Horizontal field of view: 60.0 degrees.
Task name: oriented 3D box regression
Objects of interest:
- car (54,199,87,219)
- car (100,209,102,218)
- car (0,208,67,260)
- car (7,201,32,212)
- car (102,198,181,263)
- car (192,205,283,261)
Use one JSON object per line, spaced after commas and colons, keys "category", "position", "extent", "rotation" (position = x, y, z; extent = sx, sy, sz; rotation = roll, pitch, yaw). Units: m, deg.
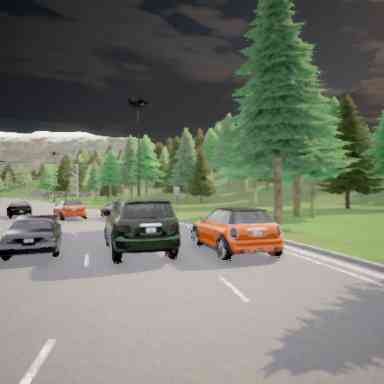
{"category": "car", "position": [-10.737, 1.438, 29.111], "extent": [2.097, 1.767, 4.553], "rotation": [-1, 0, -31]}
{"category": "car", "position": [-6.559, 1.571, 28.956], "extent": [1.812, 1.442, 4.674], "rotation": [-1, 0, -31]}
{"category": "car", "position": [-6.062, 1.597, 12.887], "extent": [2.033, 1.411, 5.357], "rotation": [0, 0, -21]}
{"category": "car", "position": [-16.606, 1.615, 32.083], "extent": [1.882, 1.535, 5.008], "rotation": [-1, 0, -31]}
{"category": "car", "position": [-2.022, 1.234, 12.444], "extent": [2.150, 2.045, 5.566], "rotation": [0, 0, -17]}
{"category": "car", "position": [1.497, 1.331, 12.593], "extent": [2.097, 1.767, 4.553], "rotation": [-1, 0, -16]}
